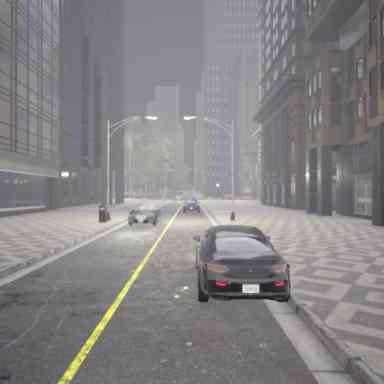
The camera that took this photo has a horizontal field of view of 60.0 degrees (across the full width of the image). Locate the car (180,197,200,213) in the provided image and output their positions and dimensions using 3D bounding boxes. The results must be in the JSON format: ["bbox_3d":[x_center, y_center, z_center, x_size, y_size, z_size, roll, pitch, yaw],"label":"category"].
[{"bbox_3d":[-0.059,1.532,37.469,1.812,1.442,4.674,0,0,0],"label":"car"}]

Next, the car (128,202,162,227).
[{"bbox_3d":[-3.184,1.495,23.143,2.128,1.511,4.902,0,0,0],"label":"car"}]

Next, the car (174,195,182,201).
[{"bbox_3d":[-3.300,1.517,81.088,2.128,1.511,4.902,0,0,0],"label":"car"}]

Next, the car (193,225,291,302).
[{"bbox_3d":[1.022,1.527,8.116,1.812,1.442,4.674,0,0,0],"label":"car"}]

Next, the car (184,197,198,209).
[{"bbox_3d":[-0.160,1.513,47.353,1.837,1.490,4.892,0,0,0],"label":"car"}]
